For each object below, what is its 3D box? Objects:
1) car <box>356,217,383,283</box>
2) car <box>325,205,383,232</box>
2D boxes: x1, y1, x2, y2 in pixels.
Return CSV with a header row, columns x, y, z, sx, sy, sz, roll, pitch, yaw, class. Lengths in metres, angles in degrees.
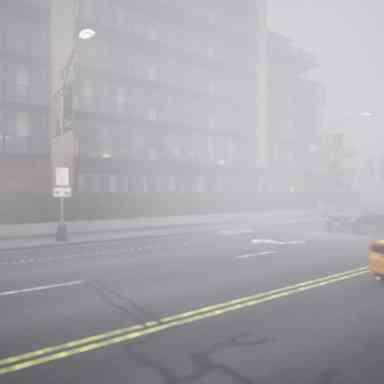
x,y,z,sx,sy,sz,roll,pitch,yaw,class
6.392,1.468,8.305,5.008,1.535,1.882,0,0,-35,car
9.842,1.506,19.856,4.674,1.442,1.812,0,0,-38,car
